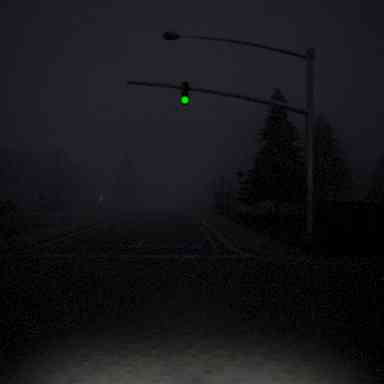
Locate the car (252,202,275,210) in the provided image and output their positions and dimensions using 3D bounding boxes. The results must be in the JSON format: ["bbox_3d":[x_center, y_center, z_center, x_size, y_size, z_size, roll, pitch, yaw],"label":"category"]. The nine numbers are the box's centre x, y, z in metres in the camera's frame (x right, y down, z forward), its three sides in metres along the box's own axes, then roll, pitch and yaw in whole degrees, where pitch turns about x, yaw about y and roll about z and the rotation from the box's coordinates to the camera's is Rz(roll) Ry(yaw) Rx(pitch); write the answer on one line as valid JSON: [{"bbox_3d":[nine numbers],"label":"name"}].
[{"bbox_3d":[13.898,2.641,64.740,4.674,1.442,1.812,1,-1,-2],"label":"car"}]

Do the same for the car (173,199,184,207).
[{"bbox_3d":[-2.856,2.352,71.430,2.097,1.767,4.553,1,-1,-6],"label":"car"}]

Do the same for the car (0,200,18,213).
[{"bbox_3d":[-22.143,1.645,38.846,1.970,1.475,3.806,1,-1,-2],"label":"car"}]

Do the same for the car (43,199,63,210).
[{"bbox_3d":[-19.388,1.780,46.352,1.845,1.501,3.633,1,-1,-2],"label":"car"}]
